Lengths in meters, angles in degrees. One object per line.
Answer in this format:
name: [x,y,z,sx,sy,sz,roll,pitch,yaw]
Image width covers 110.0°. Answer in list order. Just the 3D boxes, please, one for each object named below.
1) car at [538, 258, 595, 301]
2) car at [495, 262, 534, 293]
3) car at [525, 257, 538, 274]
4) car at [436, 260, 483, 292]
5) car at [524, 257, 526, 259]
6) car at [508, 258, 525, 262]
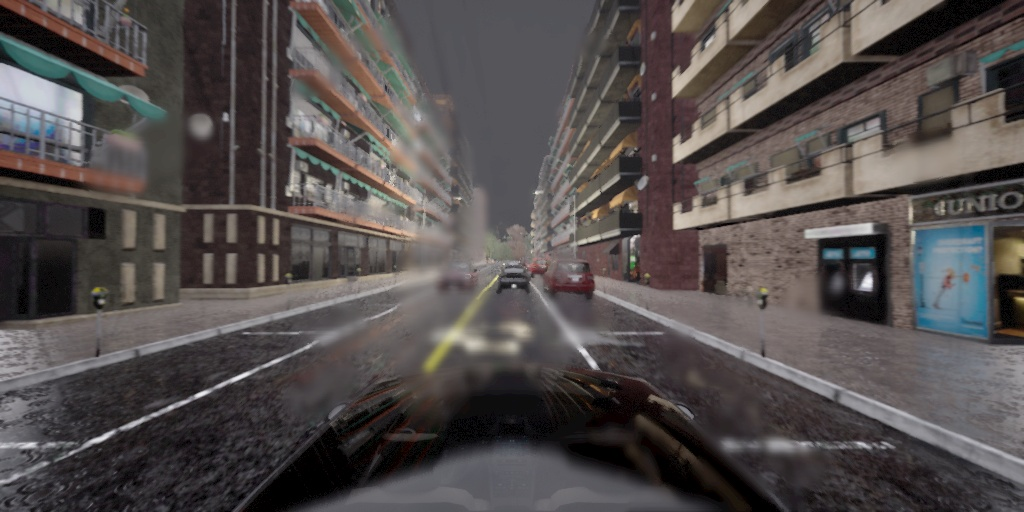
car: [2.694,1.092,17.677,2.192,1.841,5.009,0,0,0]
car: [0.102,1.289,20.876,1.837,1.490,4.892,0,0,0]
car: [2.698,1.123,34.380,2.192,1.841,5.009,0,0,0]
car: [-3.091,1.136,21.302,2.097,1.767,4.553,0,0,0]
car: [2.699,1.269,45.516,1.967,1.591,4.097,0,0,0]
car: [0.104,1.311,39.778,2.128,1.511,4.902,0,0,0]
